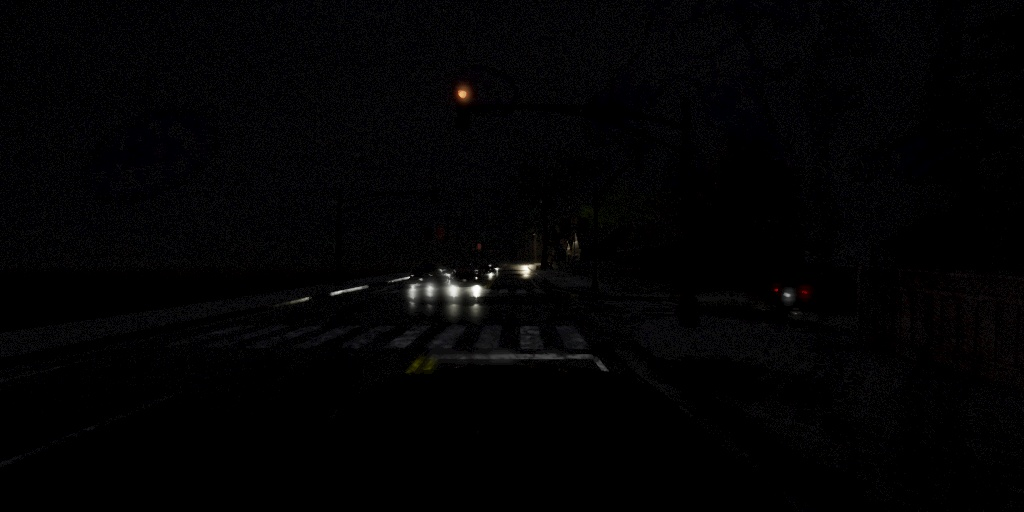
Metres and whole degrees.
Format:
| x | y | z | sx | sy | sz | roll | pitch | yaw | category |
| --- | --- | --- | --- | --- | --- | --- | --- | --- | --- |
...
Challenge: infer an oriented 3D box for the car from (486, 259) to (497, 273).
| x | y | z | sx | sy | sz | roll | pitch | yaw | category |
| --- | --- | --- | --- | --- | --- | --- | --- | --- | --- |
| -3.336 | 1.107 | 44.067 | 2.097 | 1.767 | 4.553 | 0 | 0 | 0 | car |

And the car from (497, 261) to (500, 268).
| x | y | z | sx | sy | sz | roll | pitch | yaw | category |
| --- | --- | --- | --- | --- | --- | --- | --- | --- | --- |
| -3.238 | 1.330 | 62.823 | 1.812 | 1.442 | 4.674 | 0 | 0 | 0 | car |

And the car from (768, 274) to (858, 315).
| x | y | z | sx | sy | sz | roll | pitch | yaw | category |
| --- | --- | --- | --- | --- | --- | --- | --- | --- | --- |
| 12.480 | 1.498 | 13.681 | 4.181 | 1.385 | 1.994 | 1 | -2 | -2 | car |

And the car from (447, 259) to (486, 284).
| x | y | z | sx | sy | sz | roll | pitch | yaw | category |
| --- | --- | --- | --- | --- | --- | --- | --- | --- | --- |
| -3.304 | 1.110 | 26.861 | 2.097 | 1.767 | 4.553 | 0 | 0 | -1 | car |

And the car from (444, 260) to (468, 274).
| x | y | z | sx | sy | sz | roll | pitch | yaw | category |
| --- | --- | --- | --- | --- | --- | --- | --- | --- | --- |
| -6.588 | 1.246 | 42.898 | 2.128 | 1.511 | 4.902 | 0 | 0 | 0 | car |

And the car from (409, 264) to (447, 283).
| x | y | z | sx | sy | sz | roll | pitch | yaw | category |
| --- | --- | --- | --- | --- | --- | --- | --- | --- | --- |
| -6.622 | 1.304 | 28.181 | 2.033 | 1.411 | 5.357 | 0 | 0 | -4 | car |
